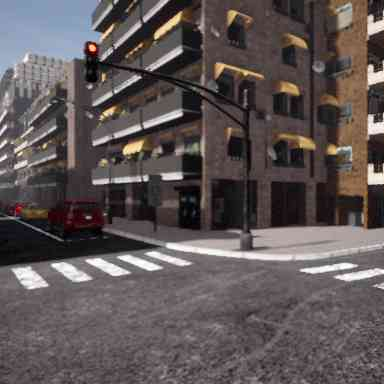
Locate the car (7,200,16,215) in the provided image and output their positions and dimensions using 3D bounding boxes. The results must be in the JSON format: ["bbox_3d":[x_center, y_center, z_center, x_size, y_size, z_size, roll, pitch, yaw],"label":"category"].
[{"bbox_3d":[-16.028,1.578,31.619,1.887,1.381,4.507,0,0,-35],"label":"car"}]

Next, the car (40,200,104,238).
[{"bbox_3d":[-6.392,1.326,18.045,2.192,1.841,5.009,0,0,-35],"label":"car"}]

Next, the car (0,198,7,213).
[{"bbox_3d":[-19.240,1.591,36.143,2.008,1.369,4.403,0,0,-35],"label":"car"}]

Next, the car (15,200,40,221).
[{"bbox_3d":[-12.914,1.551,27.233,1.752,1.417,4.829,0,0,-35],"label":"car"}]

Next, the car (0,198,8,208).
[{"bbox_3d":[-28.874,1.608,49.715,1.887,1.381,4.507,0,0,-35],"label":"car"}]
